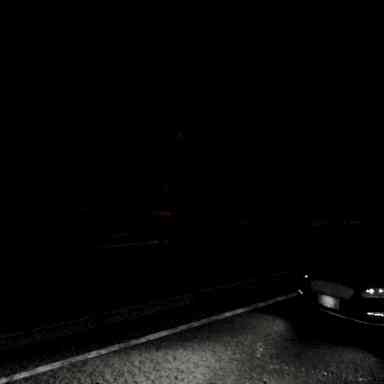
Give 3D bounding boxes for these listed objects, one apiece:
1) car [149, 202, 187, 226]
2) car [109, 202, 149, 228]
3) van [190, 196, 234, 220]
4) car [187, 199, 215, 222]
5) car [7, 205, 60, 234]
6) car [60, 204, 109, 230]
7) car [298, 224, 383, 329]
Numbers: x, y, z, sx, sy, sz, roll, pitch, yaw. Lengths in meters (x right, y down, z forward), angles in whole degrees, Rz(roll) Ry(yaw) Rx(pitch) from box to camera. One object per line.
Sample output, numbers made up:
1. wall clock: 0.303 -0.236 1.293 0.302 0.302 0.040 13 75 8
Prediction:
1. car: -2.851 1.518 24.476 1.946 1.575 5.366 0 0 -36
2. car: -5.233 1.552 23.036 2.163 1.488 4.792 0 0 -36
3. van: 1.623 1.294 27.761 1.878 1.987 4.442 0 0 -36
4. car: -0.718 1.550 26.267 2.163 1.488 4.792 0 0 -36
5. car: -9.733 1.526 19.788 2.097 1.535 5.008 0 0 -36
6. car: -7.469 1.525 21.393 2.231 1.521 4.892 0 0 -36
7. car: 4.128 1.426 6.625 4.902 1.511 2.128 -1 0 -35
